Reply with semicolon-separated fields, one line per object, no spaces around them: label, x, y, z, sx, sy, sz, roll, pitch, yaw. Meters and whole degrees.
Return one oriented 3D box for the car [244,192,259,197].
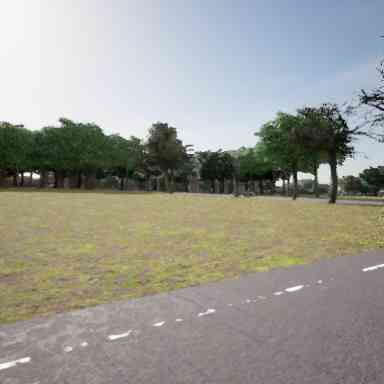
car;16.069;0.710;90.159;1.994;1.385;4.181;0;2;-31
